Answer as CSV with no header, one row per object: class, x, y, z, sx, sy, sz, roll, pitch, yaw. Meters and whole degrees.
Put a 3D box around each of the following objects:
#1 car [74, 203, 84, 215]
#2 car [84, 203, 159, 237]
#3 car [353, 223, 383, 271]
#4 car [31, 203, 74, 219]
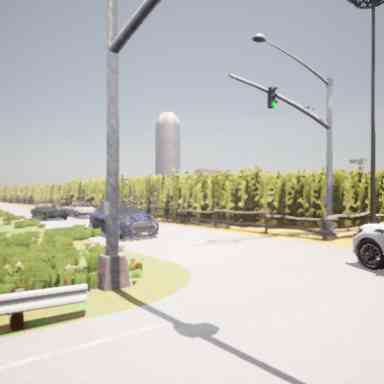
car,-10.504,1.642,30.818,1.895,1.301,4.718,0,0,-40
car,-3.638,1.378,17.500,2.097,1.767,4.553,0,0,-39
car,6.543,1.272,8.136,2.150,2.045,5.566,0,0,-13
car,-11.723,1.635,27.349,1.895,1.301,4.718,0,0,-39
